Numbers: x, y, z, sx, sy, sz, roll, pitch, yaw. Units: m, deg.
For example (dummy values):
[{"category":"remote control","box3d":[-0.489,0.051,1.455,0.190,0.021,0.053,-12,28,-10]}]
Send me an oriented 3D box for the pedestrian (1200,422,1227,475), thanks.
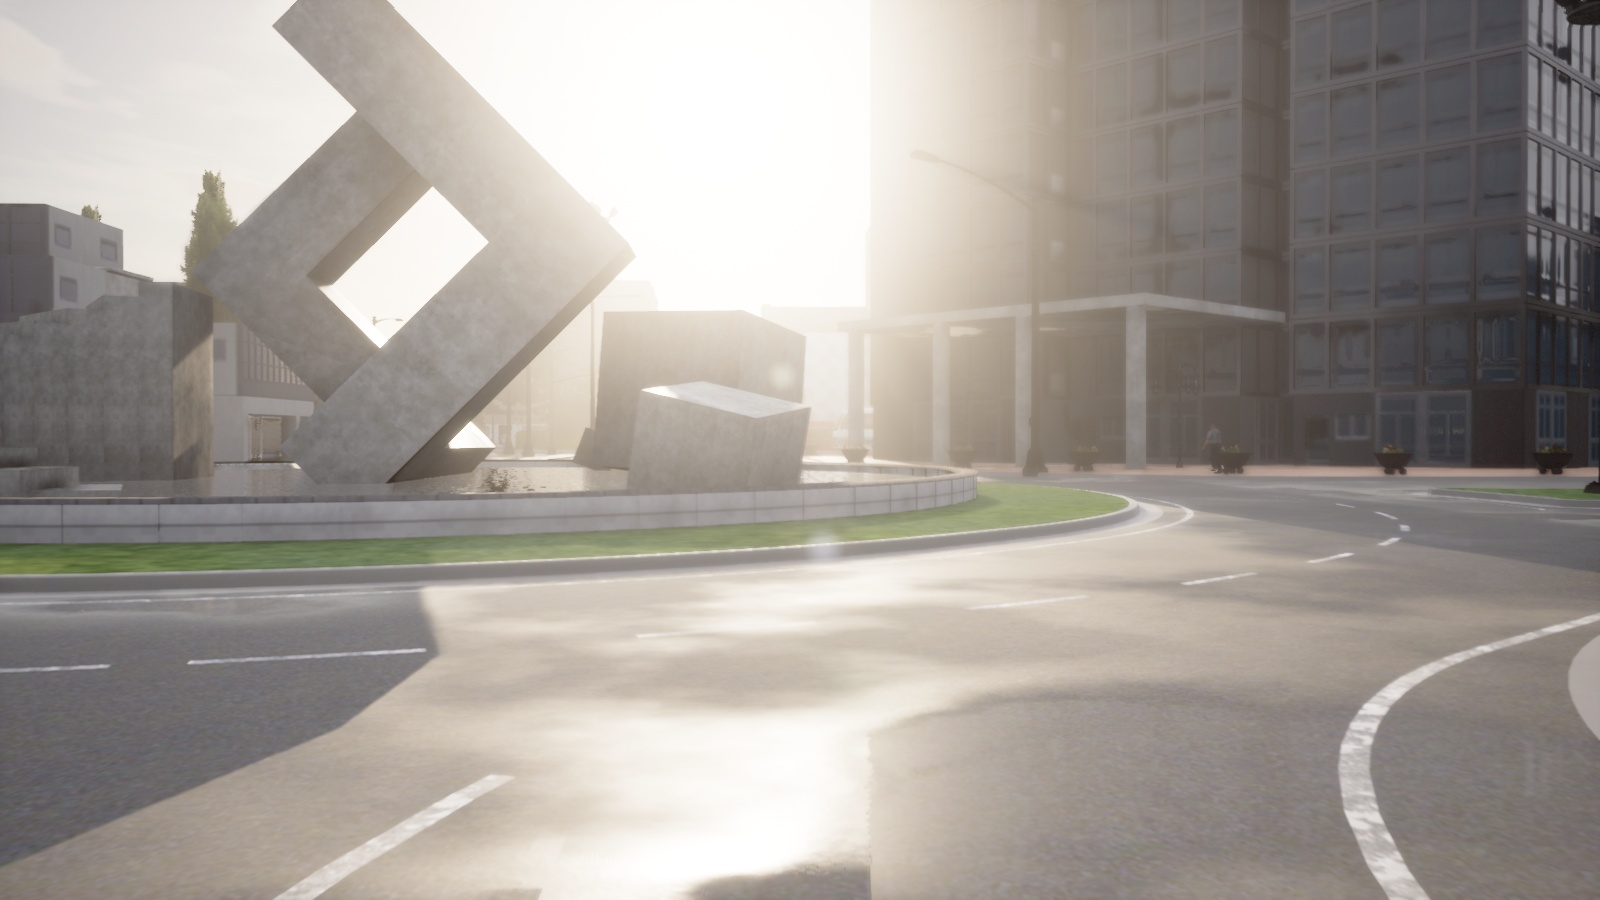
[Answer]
[{"category":"pedestrian","box3d":[14.512,-0.065,44.060,0.540,1.848,0.694,0,1,-31]}]
